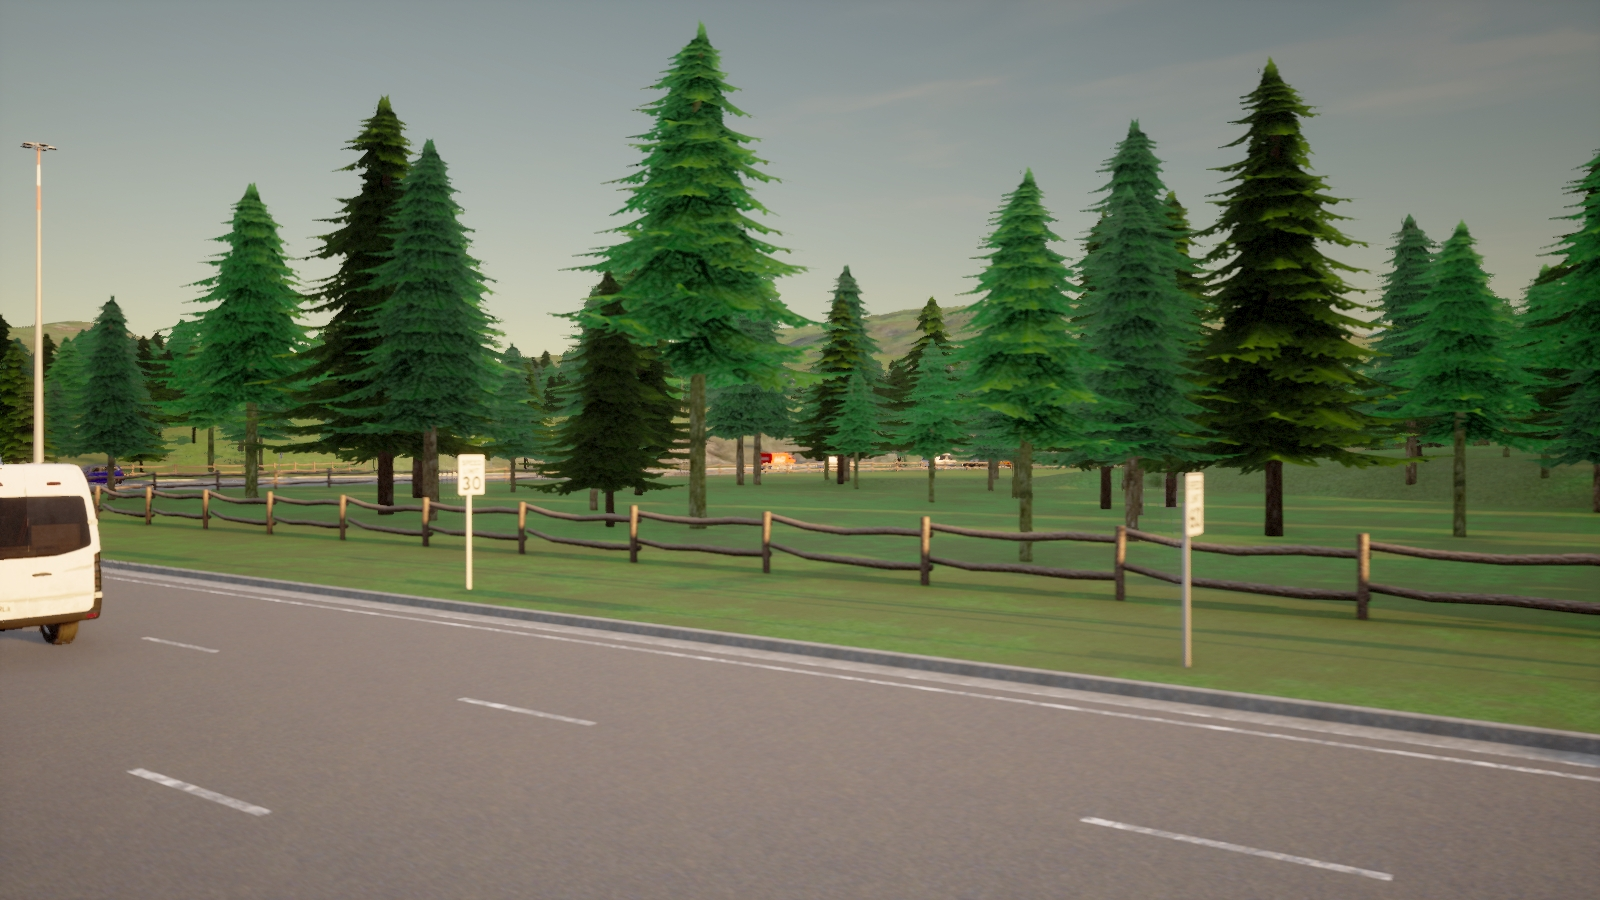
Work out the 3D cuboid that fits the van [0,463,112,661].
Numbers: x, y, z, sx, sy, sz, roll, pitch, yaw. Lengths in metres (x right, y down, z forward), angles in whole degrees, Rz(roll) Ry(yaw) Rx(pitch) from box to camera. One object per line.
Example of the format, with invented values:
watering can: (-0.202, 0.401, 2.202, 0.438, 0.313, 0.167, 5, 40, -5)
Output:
van: (-12.625, 1.528, 16.880, 5.915, 2.561, 1.988, -2, -1, 35)
